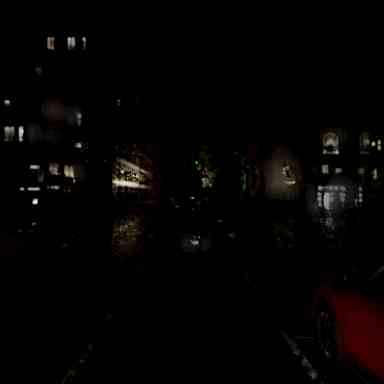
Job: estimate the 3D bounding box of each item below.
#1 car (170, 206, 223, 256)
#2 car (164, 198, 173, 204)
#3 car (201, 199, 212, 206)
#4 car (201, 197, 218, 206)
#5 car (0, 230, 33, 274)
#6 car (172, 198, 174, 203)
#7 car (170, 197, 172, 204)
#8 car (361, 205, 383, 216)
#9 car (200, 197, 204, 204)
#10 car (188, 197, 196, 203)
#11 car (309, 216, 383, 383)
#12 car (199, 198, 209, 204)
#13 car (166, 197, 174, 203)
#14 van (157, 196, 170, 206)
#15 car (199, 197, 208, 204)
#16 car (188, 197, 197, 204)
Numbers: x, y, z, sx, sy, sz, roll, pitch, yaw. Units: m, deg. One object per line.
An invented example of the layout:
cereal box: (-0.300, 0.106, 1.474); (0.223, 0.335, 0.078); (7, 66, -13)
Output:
car: (0.239, 1.549, 13.554); (1.882, 1.535, 5.008); (0, 0, 3)
car: (-5.672, 2.079, 80.430); (1.947, 1.339, 4.313); (0, 0, 0)
car: (2.705, 1.968, 63.337); (1.802, 1.307, 4.206); (0, 0, 0)
car: (2.701, 1.820, 46.247); (2.008, 1.369, 4.403); (0, 0, 0)
car: (-5.689, 1.568, 8.129); (1.752, 1.417, 4.829); (0, 0, 0)
car: (-5.674, 1.784, 74.735); (2.192, 1.841, 5.009); (0, 0, 0)
car: (-5.675, 2.009, 69.037); (1.802, 1.307, 4.206); (0, 0, 0)
car: (15.614, 1.688, 25.406); (5.008, 1.535, 1.882); (0, 0, 0)
car: (2.702, 1.748, 51.944); (1.967, 1.590, 4.097); (0, 0, 0)
car: (0.021, 1.974, 83.437); (2.128, 1.511, 4.902); (0, 0, 0)
car: (2.692, 1.330, 2.758); (2.192, 1.841, 5.009); (0, 0, 0)
car: (2.707, 2.020, 74.730); (2.008, 1.369, 4.403); (0, 0, 0)
car: (-5.671, 2.109, 86.126); (2.008, 1.369, 4.403); (0, 0, 0)
van: (-5.677, 1.727, 63.342); (1.690, 1.788, 3.998); (0, 0, 0)
car: (2.708, 1.953, 80.428); (1.967, 1.590, 4.097); (0, 0, 0)
car: (0.019, 2.006, 73.429); (1.994, 1.385, 4.181); (0, 0, 0)
